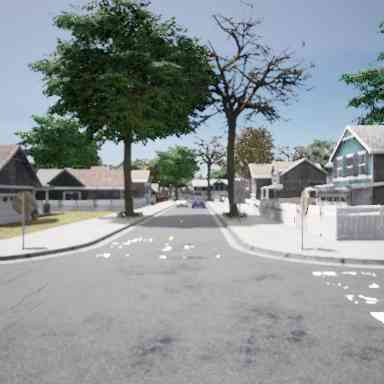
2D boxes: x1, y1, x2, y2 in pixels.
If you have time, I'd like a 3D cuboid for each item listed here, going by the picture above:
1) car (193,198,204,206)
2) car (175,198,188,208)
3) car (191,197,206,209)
[{"bbox_3d":[1.196,1.865,61.270,1.994,1.385,4.181,0,0,1],"label":"car"},{"bbox_3d":[-1.676,1.795,55.076,1.812,1.442,4.674,0,0,1],"label":"car"},{"bbox_3d":[0.999,1.604,51.207,2.097,1.767,4.553,0,0,1],"label":"car"}]
